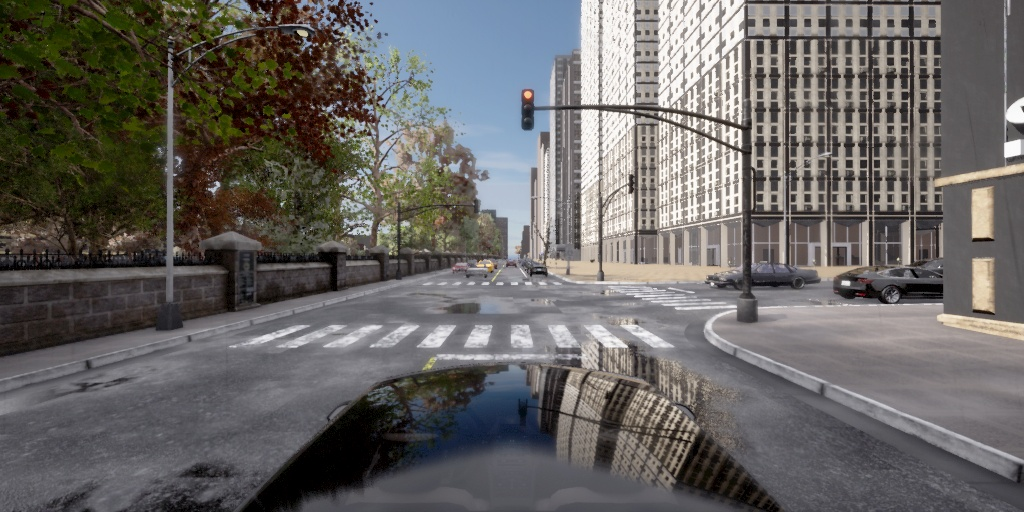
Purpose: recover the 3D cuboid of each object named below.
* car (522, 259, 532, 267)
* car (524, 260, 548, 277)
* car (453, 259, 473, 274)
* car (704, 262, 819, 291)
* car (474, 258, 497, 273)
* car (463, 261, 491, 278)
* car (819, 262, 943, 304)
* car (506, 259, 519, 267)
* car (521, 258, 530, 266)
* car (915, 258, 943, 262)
[{"bbox_3d":[2.556,1.335,41.682,1.948,1.339,4.313,0,0,0],"label":"car"},{"bbox_3d":[2.575,1.331,36.049,1.948,1.339,4.313,0,0,0],"label":"car"},{"bbox_3d":[-5.824,1.351,41.654,1.802,1.307,4.207,0,0,0],"label":"car"},{"bbox_3d":[13.389,1.054,19.277,5.357,1.411,2.033,-1,0,-1],"label":"car"},{"bbox_3d":[-3.240,1.248,43.613,1.882,1.535,5.008,0,0,0],"label":"car"},{"bbox_3d":[-3.205,1.364,33.556,1.895,1.301,4.718,0,0,-3],"label":"car"},{"bbox_3d":[14.647,1.026,13.507,4.313,1.339,1.948,0,0,0],"label":"car"},{"bbox_3d":[-0.110,1.320,65.313,1.812,1.442,4.674,0,0,0],"label":"car"},{"bbox_3d":[2.538,1.340,47.314,1.948,1.339,4.313,0,0,0],"label":"car"},{"bbox_3d":[23.118,0.846,19.373,4.892,1.490,1.837,-1,0,0],"label":"car"}]
